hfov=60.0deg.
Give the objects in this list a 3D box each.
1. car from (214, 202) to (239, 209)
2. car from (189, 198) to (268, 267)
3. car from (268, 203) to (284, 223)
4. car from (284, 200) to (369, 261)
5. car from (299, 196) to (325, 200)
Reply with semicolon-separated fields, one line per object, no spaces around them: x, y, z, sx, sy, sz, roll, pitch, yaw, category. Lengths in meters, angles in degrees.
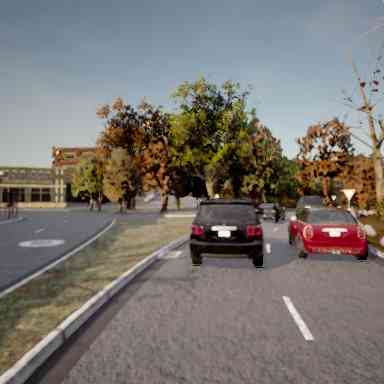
7.190;2.767;69.263;4.892;1.490;1.837;-1;-2;36;car
1.312;1.212;11.590;2.150;2.045;5.566;0;0;10;car
6.331;1.622;26.755;2.128;1.511;4.902;-1;-1;24;car
4.853;1.330;12.470;2.097;1.767;4.553;0;0;11;car
9.337;1.322;25.584;2.150;2.045;5.566;-1;-1;25;car
